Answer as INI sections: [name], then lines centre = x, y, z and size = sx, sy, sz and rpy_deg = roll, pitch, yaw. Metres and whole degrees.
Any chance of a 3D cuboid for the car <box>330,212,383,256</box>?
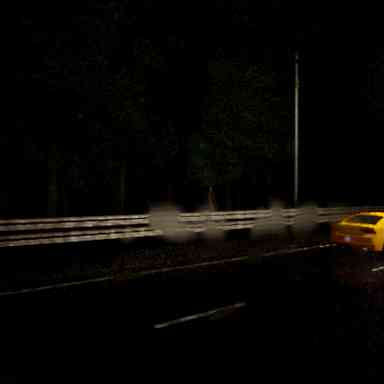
[car]
centre = 7.683, 1.572, 13.522
size = 5.008, 1.535, 1.882
rpy_deg = 0, 0, -35
